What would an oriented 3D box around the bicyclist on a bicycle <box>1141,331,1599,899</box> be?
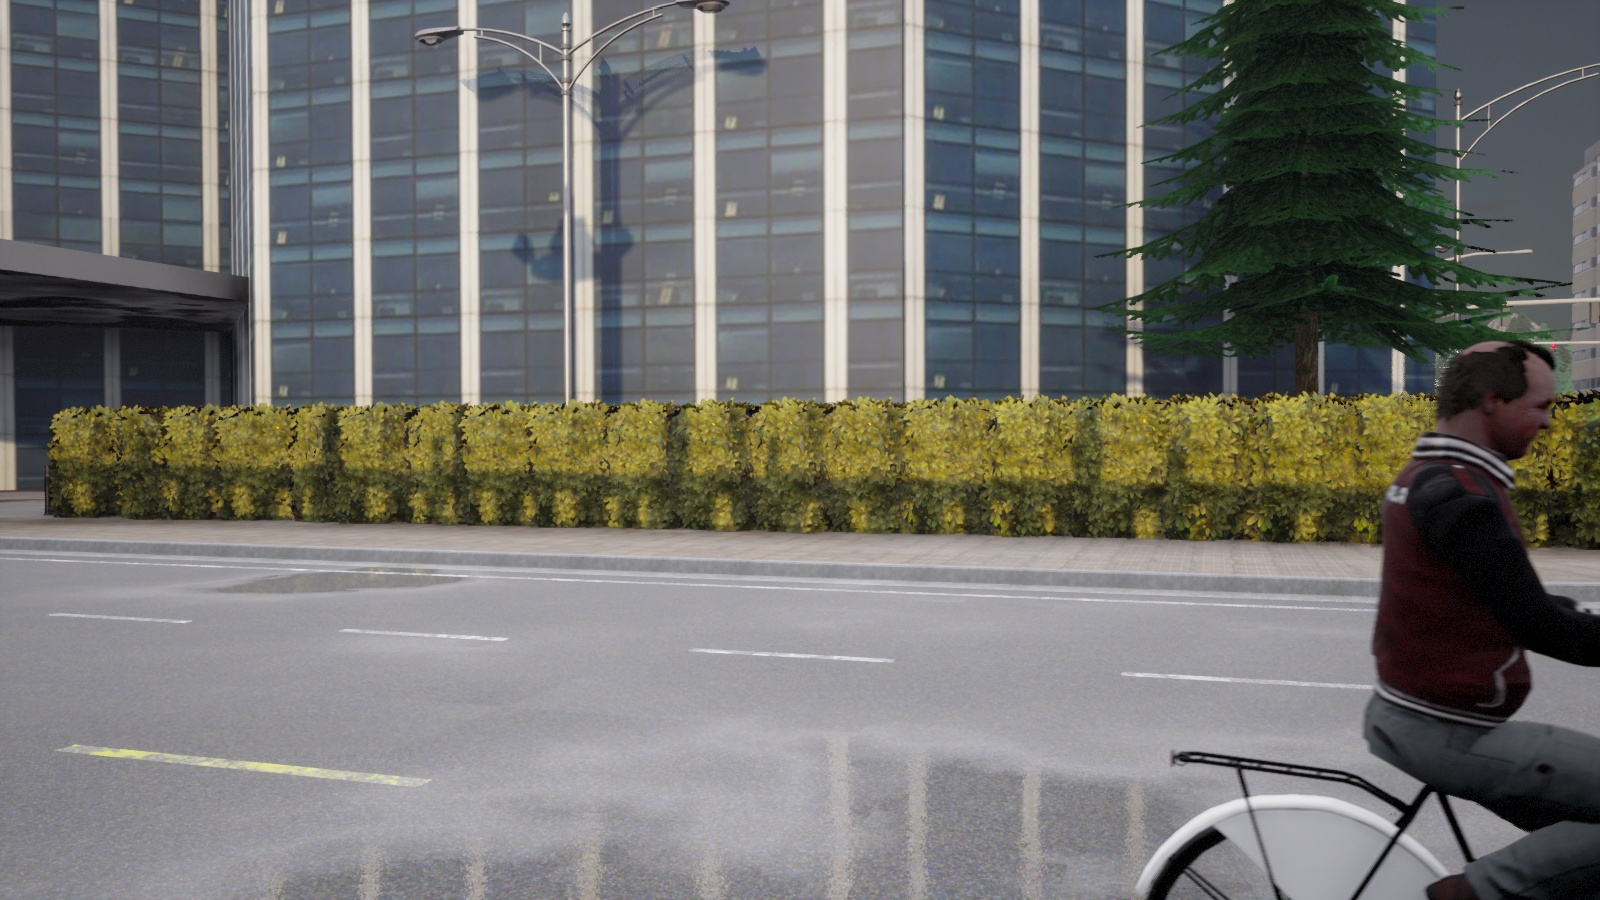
[{"bbox_3d":[1.691,0.661,2.637,1.843,1.776,0.659,0,1,18],"label":"bicyclist on a bicycle"}]
